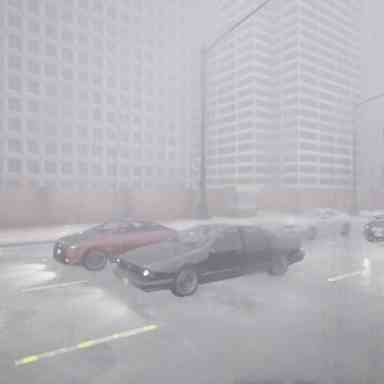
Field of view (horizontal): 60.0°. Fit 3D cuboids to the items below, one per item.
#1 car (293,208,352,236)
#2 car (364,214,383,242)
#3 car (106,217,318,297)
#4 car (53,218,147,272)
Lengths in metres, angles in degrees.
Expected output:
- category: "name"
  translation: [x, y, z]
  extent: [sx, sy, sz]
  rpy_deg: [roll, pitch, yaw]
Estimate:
- category: "car"
  translation: [6.382, 1.549, 17.113]
  extent: [4.674, 1.442, 1.812]
  rpy_deg: [0, 0, -35]
- category: "car"
  translation: [9.772, 1.519, 15.214]
  extent: [4.902, 1.511, 2.128]
  rpy_deg: [0, 0, -35]
- category: "car"
  translation: [0.736, 1.556, 8.795]
  extent: [5.357, 1.411, 2.033]
  rpy_deg: [0, 0, -35]
- category: "car"
  translation: [-2.285, 1.570, 10.952]
  extent: [4.181, 1.385, 1.994]
  rpy_deg: [0, 0, -36]
